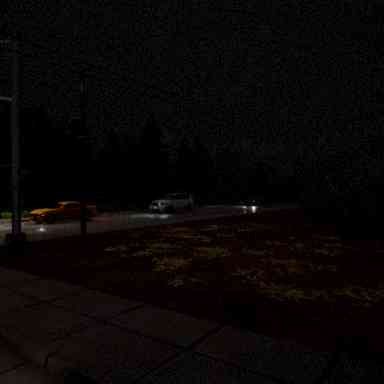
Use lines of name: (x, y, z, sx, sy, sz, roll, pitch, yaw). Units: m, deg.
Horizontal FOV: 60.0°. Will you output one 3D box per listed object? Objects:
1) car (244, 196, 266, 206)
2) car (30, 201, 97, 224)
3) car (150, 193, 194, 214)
car: (9.747, 1.356, 50.908, 1.837, 1.490, 4.892, 0, 0, 37)
car: (-9.579, 1.484, 25.030, 1.882, 1.535, 5.008, 0, 0, 37)
car: (-2.026, 1.155, 35.221, 2.150, 2.045, 5.566, 0, 1, 36)
